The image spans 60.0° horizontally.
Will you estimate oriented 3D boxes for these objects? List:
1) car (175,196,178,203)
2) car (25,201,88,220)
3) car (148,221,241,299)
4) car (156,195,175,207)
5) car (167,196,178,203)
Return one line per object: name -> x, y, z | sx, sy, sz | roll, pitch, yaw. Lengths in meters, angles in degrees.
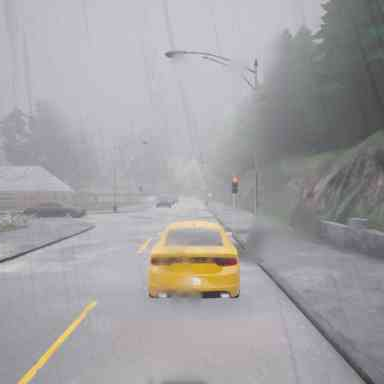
car -> -4.035, 1.564, 58.817 | 1.994, 1.385, 4.181 | 0, 0, 0
car -> -11.170, 1.506, 27.561 | 4.892, 1.490, 1.837 | 0, 0, 3
car -> 0.059, 1.478, 8.532 | 1.882, 1.535, 5.008 | 0, 0, 1
car -> -4.060, 1.352, 49.499 | 2.097, 1.767, 4.553 | 0, 0, 0
car -> -3.956, 1.564, 68.827 | 1.994, 1.385, 4.181 | 0, 0, 0
